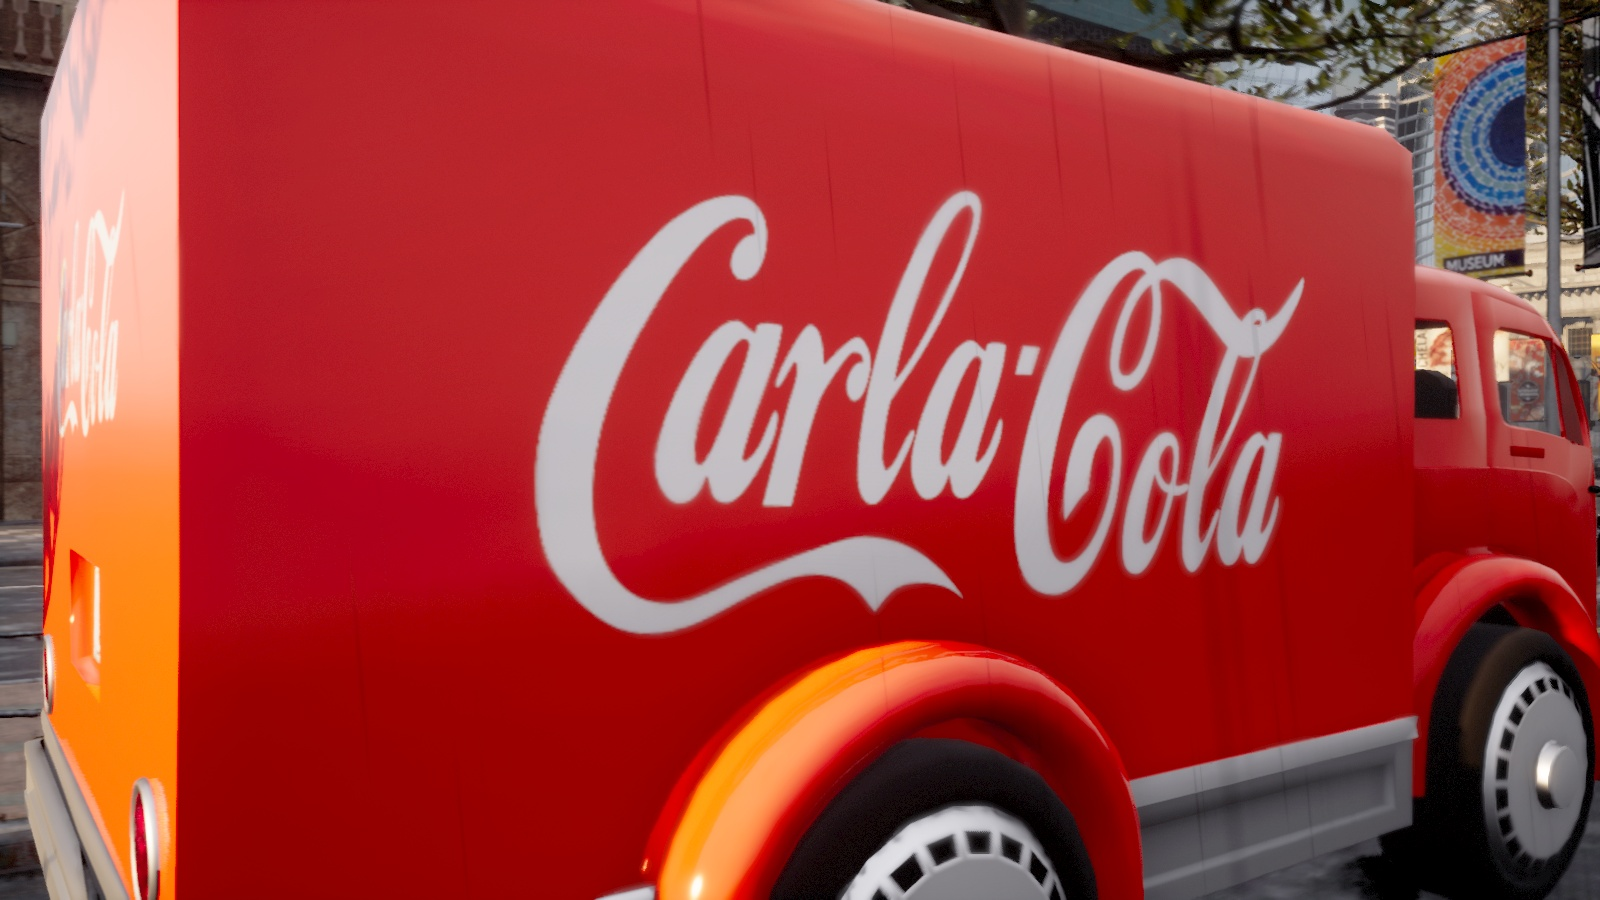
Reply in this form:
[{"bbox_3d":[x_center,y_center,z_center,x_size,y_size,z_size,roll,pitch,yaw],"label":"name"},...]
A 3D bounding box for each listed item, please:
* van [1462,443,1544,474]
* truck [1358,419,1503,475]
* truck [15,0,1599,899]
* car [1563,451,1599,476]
[{"bbox_3d":[46.791,0.558,83.702,1.775,1.987,4.442,0,0,-35],"label":"van"},{"bbox_3d":[40.359,-0.166,80.663,2.891,3.462,7.936,0,0,-35],"label":"truck"},{"bbox_3d":[0.582,0.263,4.099,5.204,2.467,2.627,0,0,-35],"label":"truck"},{"bbox_3d":[48.629,0.787,75.048,1.837,1.490,4.892,0,0,-35],"label":"car"}]
